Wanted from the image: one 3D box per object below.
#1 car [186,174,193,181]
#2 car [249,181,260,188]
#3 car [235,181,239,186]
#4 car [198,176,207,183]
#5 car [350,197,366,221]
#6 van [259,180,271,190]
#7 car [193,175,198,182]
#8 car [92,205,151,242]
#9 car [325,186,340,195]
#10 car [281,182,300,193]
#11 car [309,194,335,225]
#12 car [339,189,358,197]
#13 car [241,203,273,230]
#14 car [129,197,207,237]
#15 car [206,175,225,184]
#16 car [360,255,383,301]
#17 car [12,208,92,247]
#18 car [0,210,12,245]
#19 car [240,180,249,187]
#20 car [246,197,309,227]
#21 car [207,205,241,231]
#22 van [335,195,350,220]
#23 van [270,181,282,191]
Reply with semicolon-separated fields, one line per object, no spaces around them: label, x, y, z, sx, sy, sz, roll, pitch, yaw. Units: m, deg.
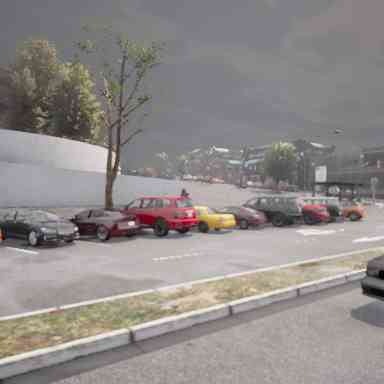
car;1.345;-3.780;94.357;2.185;1.767;4.553;4;1;33
car;15.403;-1.508;74.872;1.946;1.575;5.366;7;3;35
car;11.828;-2.014;79.654;2.002;1.452;4.674;7;3;35
car;4.871;-3.394;89.423;2.435;2.045;5.566;7;3;34
car;12.497;1.549;28.944;4.553;1.767;2.185;-1;-1;35
van;16.979;-1.462;72.142;1.878;1.987;4.442;7;3;35
car;3.075;-3.546;91.888;2.185;1.767;4.553;6;2;34
car;-4.754;1.557;16.849;4.792;1.488;2.163;-1;-1;34
car;25.681;-0.125;59.925;2.435;2.045;5.566;7;3;35
car;20.468;-0.690;67.308;2.231;1.521;4.892;7;3;35
car;7.552;1.381;25.521;5.566;2.045;2.435;-1;-1;35
car;27.372;0.437;57.452;2.002;1.452;4.674;7;3;35
car;2.613;1.630;22.054;4.674;1.452;2.002;-1;-1;35
car;-2.310;1.297;18.597;5.566;2.045;2.435;-1;-1;34
car;6.721;-2.871;87.163;1.946;1.575;5.366;7;3;34
car;5.815;1.604;7.284;5.357;1.411;2.033;0;0;-35
car;-7.173;1.511;15.101;4.892;1.521;2.231;-1;-1;34
car;-9.638;1.367;13.374;4.553;1.767;2.185;-1;-1;34
car;13.571;-1.740;77.192;2.002;1.452;4.674;7;3;35
car;5.040;1.360;23.814;5.566;2.045;2.435;-1;-1;35
car;0.008;1.568;20.425;5.366;1.575;1.946;-1;-1;35
van;10.089;1.427;27.193;4.442;1.987;1.878;-1;-1;35
van;18.709;-1.189;69.671;1.878;1.987;4.442;7;3;35
